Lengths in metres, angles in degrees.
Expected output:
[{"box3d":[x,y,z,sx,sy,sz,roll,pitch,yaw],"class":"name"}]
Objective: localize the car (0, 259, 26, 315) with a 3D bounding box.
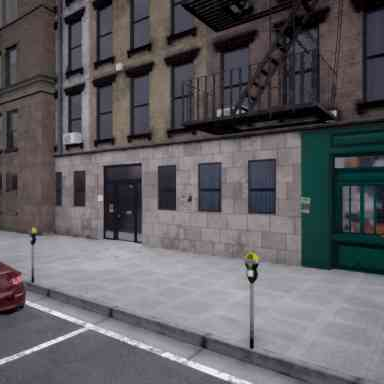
[{"box3d":[-4.729,1.582,6.217,4.206,1.307,1.802,0,0,36],"class":"car"}]
